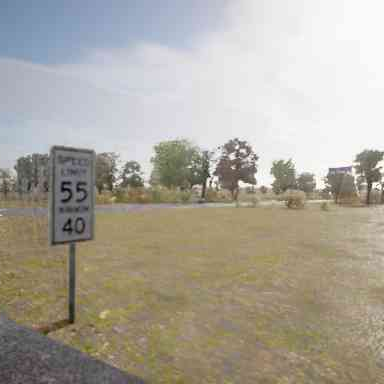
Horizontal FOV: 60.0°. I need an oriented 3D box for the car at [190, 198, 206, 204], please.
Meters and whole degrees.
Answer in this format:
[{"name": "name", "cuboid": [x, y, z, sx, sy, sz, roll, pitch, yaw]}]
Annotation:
[{"name": "car", "cuboid": [1.415, 2.258, 80.773, 2.128, 1.511, 4.902, 1, 0, 36]}]
